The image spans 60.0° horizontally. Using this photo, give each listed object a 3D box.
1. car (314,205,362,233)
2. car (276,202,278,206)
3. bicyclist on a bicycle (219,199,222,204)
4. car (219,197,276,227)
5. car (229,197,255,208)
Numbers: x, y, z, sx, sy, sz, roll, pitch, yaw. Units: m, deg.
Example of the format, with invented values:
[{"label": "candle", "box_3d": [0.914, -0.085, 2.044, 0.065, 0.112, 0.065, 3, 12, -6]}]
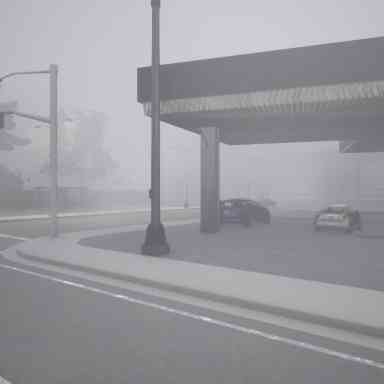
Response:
[{"label": "car", "box_3d": [8.504, 1.456, 19.228, 1.970, 1.475, 3.806, 0, 0, 37]}, {"label": "car", "box_3d": [10.517, 1.547, 47.966, 2.033, 1.411, 5.357, 0, 0, 37]}, {"label": "bicyclist on a bicycle", "box_3d": [2.550, 1.387, 29.682, 0.582, 1.620, 1.656, 0, -9, -36]}, {"label": "car", "box_3d": [3.430, 1.295, 22.027, 2.242, 1.667, 4.611, 0, 0, 37]}, {"label": "car", "box_3d": [7.530, 1.505, 49.816, 1.837, 1.490, 4.892, 0, 0, 36]}]
